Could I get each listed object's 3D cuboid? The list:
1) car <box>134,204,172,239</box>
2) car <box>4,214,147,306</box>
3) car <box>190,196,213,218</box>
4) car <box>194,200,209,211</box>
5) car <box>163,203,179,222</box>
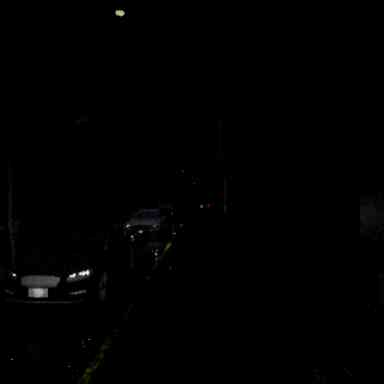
[{"bbox_3d":[-2.387,1.634,18.269,1.812,1.442,4.674,0,0,2],"label":"car"},{"bbox_3d":[-2.655,1.533,8.332,2.128,1.511,4.902,0,0,2],"label":"car"},{"bbox_3d":[0.948,1.449,33.205,2.150,2.045,5.566,0,0,2],"label":"car"},{"bbox_3d":[1.294,1.874,46.482,2.033,1.411,5.357,0,0,2],"label":"car"},{"bbox_3d":[-2.091,1.703,28.403,1.812,1.442,4.674,0,0,2],"label":"car"}]
